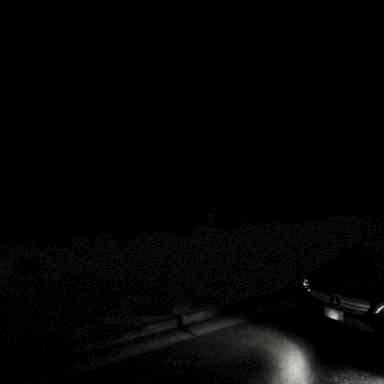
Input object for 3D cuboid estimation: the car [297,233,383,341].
[{"bbox_3d":[3.965,1.518,6.209,4.674,1.442,1.812,0,0,-36],"label":"car"}]
